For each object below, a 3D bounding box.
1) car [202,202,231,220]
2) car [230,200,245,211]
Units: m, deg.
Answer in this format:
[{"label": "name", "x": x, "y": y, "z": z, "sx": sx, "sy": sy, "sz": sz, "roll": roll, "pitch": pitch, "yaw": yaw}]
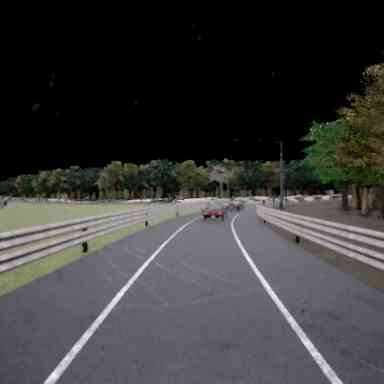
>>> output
[{"label": "car", "x": 2.222, "y": 1.864, "z": 30.768, "sx": 1.895, "sy": 1.301, "sz": 4.718, "roll": 0, "pitch": 0, "yaw": 11}, {"label": "car", "x": 5.920, "y": 1.836, "z": 45.350, "sx": 1.812, "sy": 1.442, "sz": 4.674, "roll": 0, "pitch": 0, "yaw": 19}]
